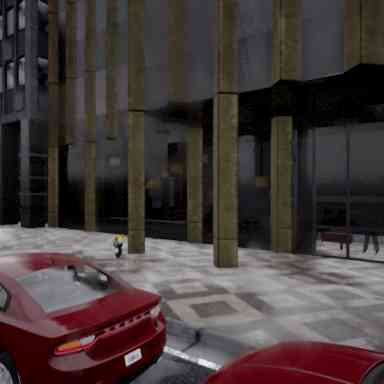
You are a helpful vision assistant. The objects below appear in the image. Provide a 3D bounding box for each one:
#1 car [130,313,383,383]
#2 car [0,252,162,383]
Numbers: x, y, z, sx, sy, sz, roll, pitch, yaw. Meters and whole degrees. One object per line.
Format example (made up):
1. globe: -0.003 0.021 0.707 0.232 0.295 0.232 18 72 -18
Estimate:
1. car: 2.016 1.545 1.525 4.507 1.381 1.887 0 0 35
2. car: -2.414 1.542 4.678 4.507 1.381 1.887 0 0 35
